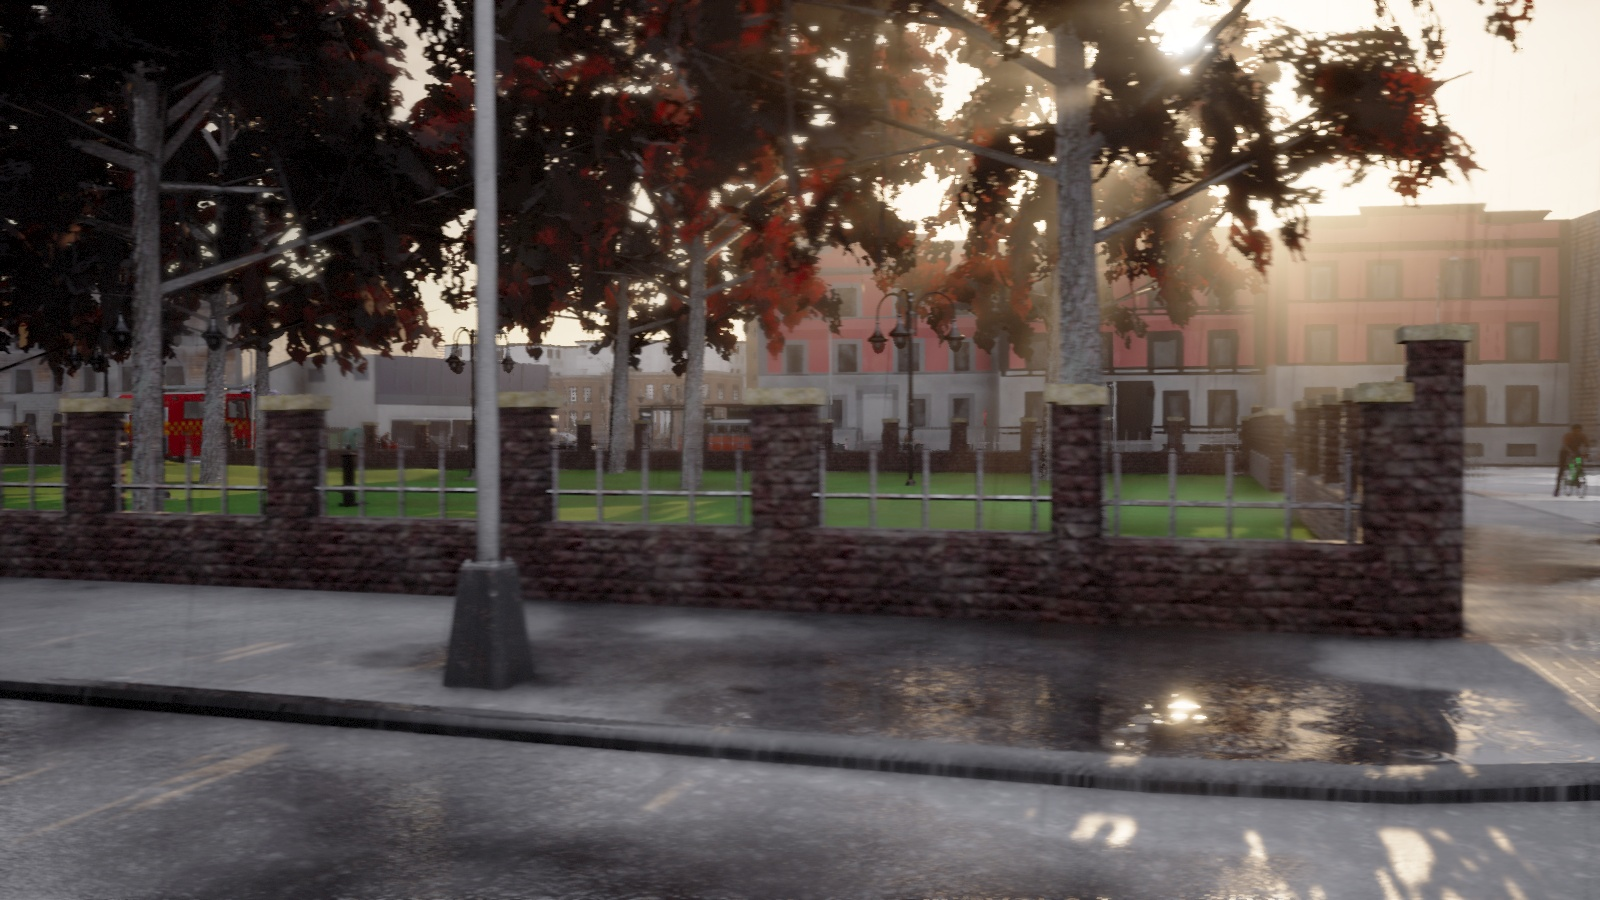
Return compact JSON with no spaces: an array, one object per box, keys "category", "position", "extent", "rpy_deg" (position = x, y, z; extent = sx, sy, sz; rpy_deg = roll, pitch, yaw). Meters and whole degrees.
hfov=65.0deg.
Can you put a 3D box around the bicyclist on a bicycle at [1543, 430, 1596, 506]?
[{"category":"bicyclist on a bicycle","position":[16.903,0.373,27.612],"extent":[0.582,1.620,1.656],"rpy_deg":[1,1,17]}]

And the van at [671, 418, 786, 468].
[{"category":"van","position":[-2.995,-0.316,52.377],"extent":[4.442,1.987,1.775],"rpy_deg":[1,1,18]}]

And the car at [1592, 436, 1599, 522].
[{"category":"car","position":[14.288,0.549,19.740],"extent":[1.837,1.490,4.892],"rpy_deg":[0,1,17]}]

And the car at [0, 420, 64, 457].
[{"category":"car","position":[-40.153,-0.611,64.568],"extent":[3.866,1.878,1.905],"rpy_deg":[1,1,18]}]

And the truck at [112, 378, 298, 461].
[{"category":"truck","position":[-28.804,-1.467,60.836],"extent":[8.468,3.827,2.891],"rpy_deg":[1,1,18]}]

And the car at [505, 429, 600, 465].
[{"category":"car","position":[-10.814,-0.161,54.947],"extent":[3.705,1.549,1.789],"rpy_deg":[0,1,18]}]

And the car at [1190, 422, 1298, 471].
[{"category":"car","position":[17.587,-0.155,49.749],"extent":[3.866,1.878,1.905],"rpy_deg":[1,1,24]}]
